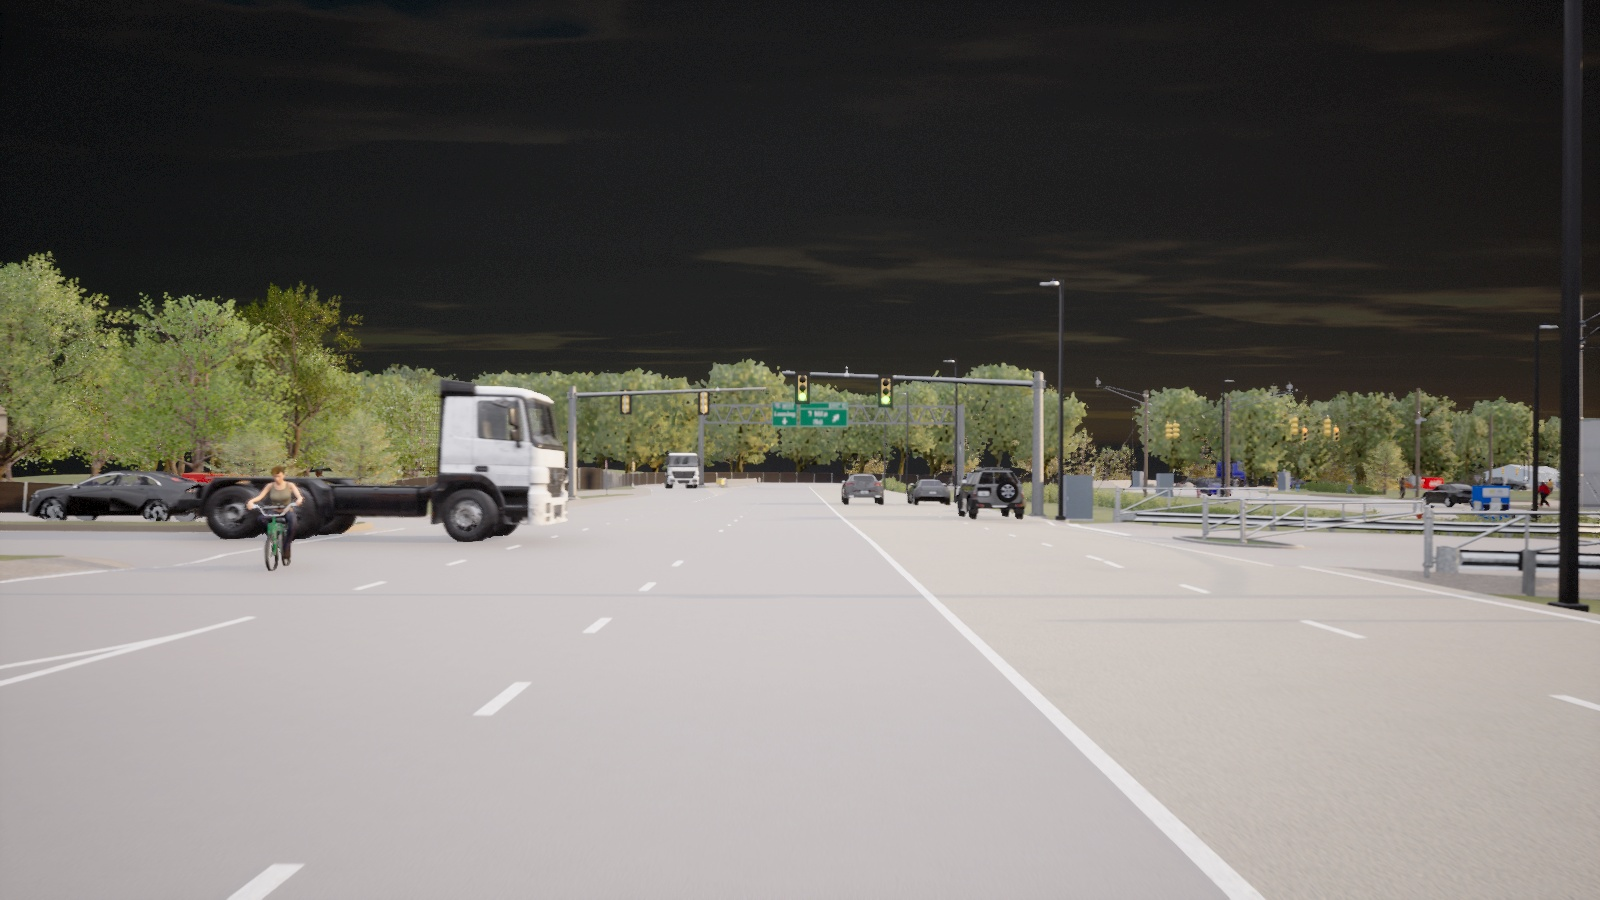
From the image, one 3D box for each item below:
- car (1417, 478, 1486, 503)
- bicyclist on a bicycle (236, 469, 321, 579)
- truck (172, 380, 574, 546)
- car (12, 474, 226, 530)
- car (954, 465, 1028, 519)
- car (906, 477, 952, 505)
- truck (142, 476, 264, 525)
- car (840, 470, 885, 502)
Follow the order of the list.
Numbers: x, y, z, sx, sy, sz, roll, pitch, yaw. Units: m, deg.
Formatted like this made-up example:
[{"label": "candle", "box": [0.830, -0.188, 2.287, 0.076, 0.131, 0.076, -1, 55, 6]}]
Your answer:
[{"label": "car", "box": [41.530, 2.560, 80.192, 1.837, 1.490, 4.892, 0, -1, 0]}, {"label": "bicyclist on a bicycle", "box": [-8.068, 1.111, 19.505, 0.866, 1.612, 1.509, -2, 0, -10]}, {"label": "truck", "box": [-9.276, 0.310, 27.991, 7.936, 3.462, 2.891, 0, -1, 0]}, {"label": "car", "box": [-19.245, 1.453, 35.650, 4.902, 1.511, 2.128, 0, -1, 0]}, {"label": "car", "box": [6.894, 1.493, 45.745, 1.932, 1.855, 4.605, 0, -1, 0]}, {"label": "car", "box": [6.842, 2.159, 66.837, 1.994, 1.385, 4.181, 0, -1, 0]}, {"label": "truck", "box": [-31.703, 2.725, 66.857, 2.627, 2.467, 5.204, -2, -4, 36]}, {"label": "car", "box": [3.339, 1.902, 67.569, 2.152, 1.651, 5.027, 0, -1, 0]}]
